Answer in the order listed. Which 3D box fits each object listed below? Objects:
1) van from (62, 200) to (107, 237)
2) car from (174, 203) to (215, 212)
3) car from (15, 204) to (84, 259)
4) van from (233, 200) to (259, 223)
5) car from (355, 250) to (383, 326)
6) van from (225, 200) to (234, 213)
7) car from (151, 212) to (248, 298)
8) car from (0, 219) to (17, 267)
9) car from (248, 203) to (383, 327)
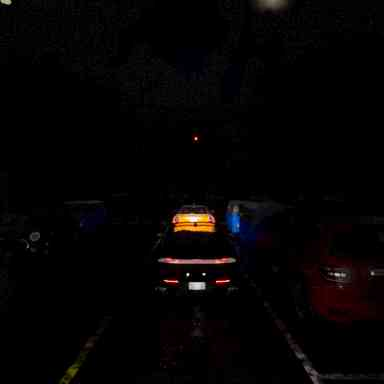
[{"bbox_3d":[-5.783,1.342,17.814,1.690,1.788,3.998,0,0,0],"label":"van"},{"bbox_3d":[0.120,1.353,17.520,2.097,1.767,4.553,0,0,1],"label":"car"},{"bbox_3d":[-5.776,1.441,12.376,1.967,1.590,4.097,0,0,0],"label":"car"},{"bbox_3d":[2.749,1.342,12.385,1.690,1.788,3.998,0,0,0],"label":"van"},{"bbox_3d":[2.761,1.440,1.510,1.967,1.590,4.097,0,0,0],"label":"car"},{"bbox_3d":[2.743,1.342,17.823,1.690,1.788,3.998,0,0,0],"label":"van"},{"bbox_3d":[0.094,1.492,8.471,2.128,1.511,4.902,0,0,0],"label":"car"},{"bbox_3d":[-5.770,1.525,6.769,1.752,1.417,4.829,0,0,0],"label":"car"},{"bbox_3d":[2.755,1.315,6.948,2.192,1.841,5.009,0,0,0],"label":"car"}]
